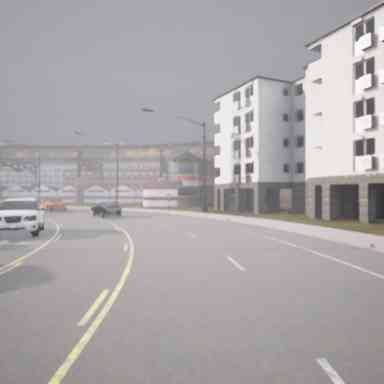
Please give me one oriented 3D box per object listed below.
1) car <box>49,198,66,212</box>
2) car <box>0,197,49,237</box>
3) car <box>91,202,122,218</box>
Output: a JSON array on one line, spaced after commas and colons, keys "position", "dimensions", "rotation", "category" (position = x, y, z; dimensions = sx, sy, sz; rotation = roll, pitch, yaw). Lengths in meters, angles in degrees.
[{"position": [-18.337, 1.608, 43.111], "dimensions": [4.553, 1.767, 2.097], "rotation": [0, 0, 38], "category": "car"}, {"position": [-9.651, 1.337, 18.846], "dimensions": [2.150, 2.045, 5.566], "rotation": [0, 0, -19], "category": "car"}, {"position": [-8.356, 1.674, 32.217], "dimensions": [2.128, 1.511, 4.902], "rotation": [0, 0, -33], "category": "car"}]
